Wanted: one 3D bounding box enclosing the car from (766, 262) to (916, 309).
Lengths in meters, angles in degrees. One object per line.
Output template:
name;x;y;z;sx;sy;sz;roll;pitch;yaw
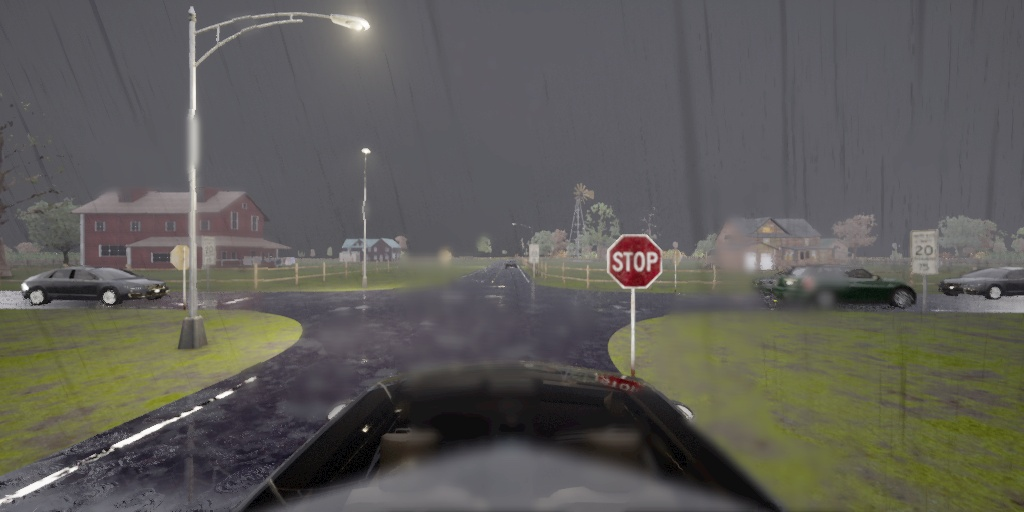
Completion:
car;13.587;1.149;14.777;4.553;1.767;2.097;0;0;-1

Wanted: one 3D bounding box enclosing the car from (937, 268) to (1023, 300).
car;24.121;1.336;17.696;4.892;1.490;1.837;0;0;1

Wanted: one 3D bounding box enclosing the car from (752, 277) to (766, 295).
car;14.607;1.299;17.732;4.892;1.490;1.837;0;0;0

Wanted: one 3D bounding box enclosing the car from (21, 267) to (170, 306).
car;-17.131;1.204;14.884;4.892;1.490;1.837;0;0;1

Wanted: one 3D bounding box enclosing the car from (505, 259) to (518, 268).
car;-0.139;1.216;58.834;1.837;1.490;4.892;0;-1;0
